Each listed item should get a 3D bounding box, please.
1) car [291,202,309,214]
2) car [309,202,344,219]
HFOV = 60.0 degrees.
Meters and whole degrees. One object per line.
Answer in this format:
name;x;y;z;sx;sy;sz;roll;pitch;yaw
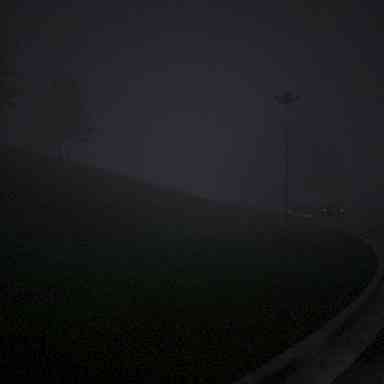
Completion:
car;14.663;2.063;44.113;2.128;1.511;4.902;0;-1;-1
car;14.085;1.819;34.611;2.097;1.767;4.553;0;-1;7
